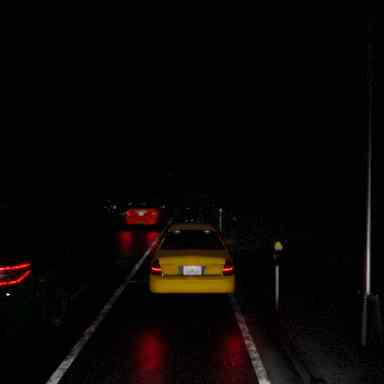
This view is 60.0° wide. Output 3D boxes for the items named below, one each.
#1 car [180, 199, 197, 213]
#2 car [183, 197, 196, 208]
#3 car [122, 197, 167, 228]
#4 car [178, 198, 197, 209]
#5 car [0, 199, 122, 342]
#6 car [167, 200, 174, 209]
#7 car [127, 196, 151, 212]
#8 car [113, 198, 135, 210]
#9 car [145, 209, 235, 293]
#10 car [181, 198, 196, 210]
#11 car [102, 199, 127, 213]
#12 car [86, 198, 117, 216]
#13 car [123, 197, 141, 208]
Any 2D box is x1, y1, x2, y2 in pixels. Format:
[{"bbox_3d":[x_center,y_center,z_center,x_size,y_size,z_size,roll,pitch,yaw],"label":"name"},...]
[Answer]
[{"bbox_3d":[-0.393,1.546,38.589,1.887,1.381,4.507,-1,0,0],"label":"car"},{"bbox_3d":[-0.394,1.550,49.600,1.887,1.381,4.507,-1,0,0],"label":"car"},{"bbox_3d":[-3.078,1.349,22.306,2.097,1.767,4.553,0,0,0],"label":"car"},{"bbox_3d":[-0.393,1.565,33.084,1.947,1.339,4.313,-1,0,0],"label":"car"},{"bbox_3d":[-3.146,1.221,6.735,2.150,2.045,5.566,0,0,0],"label":"car"},{"bbox_3d":[-3.075,1.564,37.540,1.994,1.385,4.181,0,0,0],"label":"car"},{"bbox_3d":[-6.213,1.352,39.289,2.097,1.767,4.553,0,0,0],"label":"car"},{"bbox_3d":[-8.918,1.554,44.095,2.008,1.369,4.403,-1,0,0],"label":"car"},{"bbox_3d":[0.005,1.455,8.841,1.801,1.575,5.366,0,0,0],"label":"car"},{"bbox_3d":[-0.393,1.548,44.094,1.887,1.381,4.507,-1,0,0],"label":"car"},{"bbox_3d":[-8.918,1.567,38.589,1.947,1.339,4.313,-1,0,0],"label":"car"},{"bbox_3d":[-8.920,1.440,33.084,1.967,1.590,4.097,-1,0,0],"label":"car"},{"bbox_3d":[-8.919,1.549,49.600,1.887,1.381,4.507,-1,0,0],"label":"car"}]
